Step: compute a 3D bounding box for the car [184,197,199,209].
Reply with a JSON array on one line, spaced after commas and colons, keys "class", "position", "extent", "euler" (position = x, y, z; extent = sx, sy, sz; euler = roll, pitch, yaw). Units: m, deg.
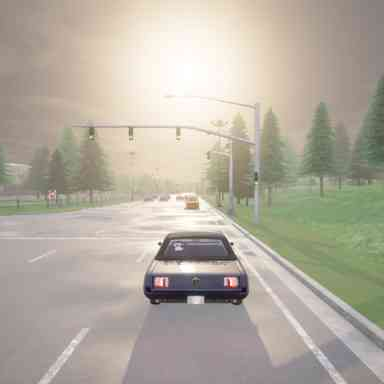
[{"class": "car", "position": [-0.011, 1.576, 49.703], "extent": [2.033, 1.411, 5.357], "euler": [-1, 1, 1]}]

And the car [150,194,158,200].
[{"class": "car", "position": [-10.354, 1.332, 90.760], "extent": [1.837, 1.490, 4.892], "euler": [0, 0, 0]}]

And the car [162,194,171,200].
[{"class": "car", "position": [-6.854, 1.372, 90.754], "extent": [2.033, 1.411, 5.357], "euler": [0, 0, 0]}]

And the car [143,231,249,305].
[{"class": "car", "position": [0.092, 1.601, 8.035], "extent": [1.895, 1.301, 4.718], "euler": [0, 0, 0]}]

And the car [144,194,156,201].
[{"class": "car", "position": [-10.371, 1.531, 80.340], "extent": [2.033, 1.411, 5.357], "euler": [0, 0, 0]}]

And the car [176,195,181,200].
[{"class": "car", "position": [-3.353, 1.553, 91.162], "extent": [1.994, 1.385, 4.181], "euler": [0, 0, 0]}]

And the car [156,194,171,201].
[{"class": "car", "position": [-6.871, 1.531, 80.334], "extent": [2.033, 1.411, 5.357], "euler": [0, 0, 0]}]

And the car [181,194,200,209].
[{"class": "car", "position": [-0.073, 1.094, 46.175], "extent": [1.882, 1.535, 5.008], "euler": [-3, 16, -4]}]
